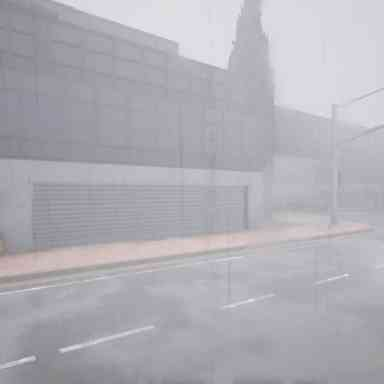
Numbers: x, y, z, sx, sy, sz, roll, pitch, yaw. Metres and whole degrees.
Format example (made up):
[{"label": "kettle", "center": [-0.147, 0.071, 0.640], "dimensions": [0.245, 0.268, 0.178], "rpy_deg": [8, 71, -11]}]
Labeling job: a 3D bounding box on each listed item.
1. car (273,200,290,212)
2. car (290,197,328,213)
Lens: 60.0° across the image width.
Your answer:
[{"label": "car", "center": [8.387, 1.351, 38.070], "dimensions": [2.097, 1.767, 4.553], "rpy_deg": [0, 0, -37]}, {"label": "car", "center": [12.996, 1.352, 38.072], "dimensions": [2.097, 1.767, 4.553], "rpy_deg": [0, 0, -37]}]
